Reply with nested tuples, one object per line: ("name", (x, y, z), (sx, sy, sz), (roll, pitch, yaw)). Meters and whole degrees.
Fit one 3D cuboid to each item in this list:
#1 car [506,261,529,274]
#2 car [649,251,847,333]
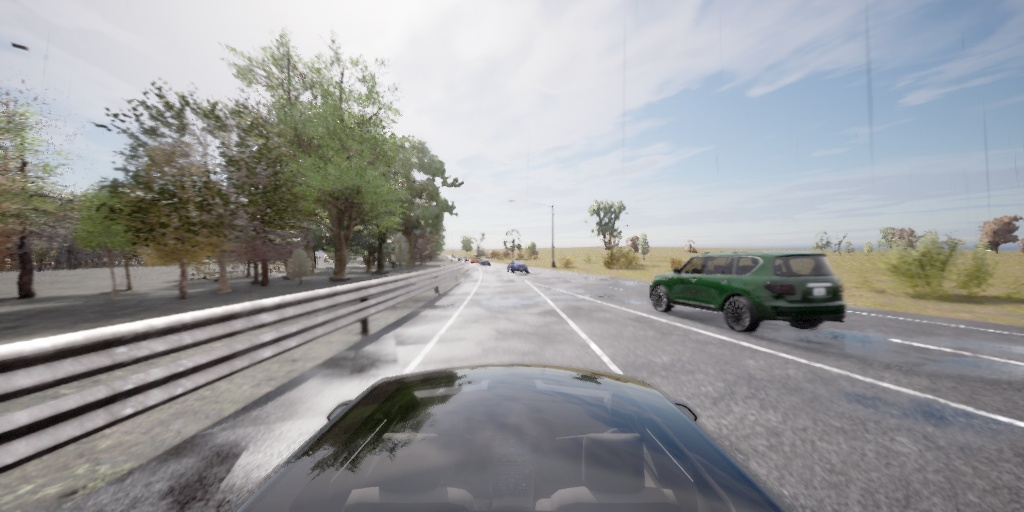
("car", (0.608, 1.248, 41.038), (1.812, 1.442, 4.674), (0, 0, -11))
("car", (6.355, 0.892, 10.614), (2.150, 2.045, 5.566), (0, 0, -11))
